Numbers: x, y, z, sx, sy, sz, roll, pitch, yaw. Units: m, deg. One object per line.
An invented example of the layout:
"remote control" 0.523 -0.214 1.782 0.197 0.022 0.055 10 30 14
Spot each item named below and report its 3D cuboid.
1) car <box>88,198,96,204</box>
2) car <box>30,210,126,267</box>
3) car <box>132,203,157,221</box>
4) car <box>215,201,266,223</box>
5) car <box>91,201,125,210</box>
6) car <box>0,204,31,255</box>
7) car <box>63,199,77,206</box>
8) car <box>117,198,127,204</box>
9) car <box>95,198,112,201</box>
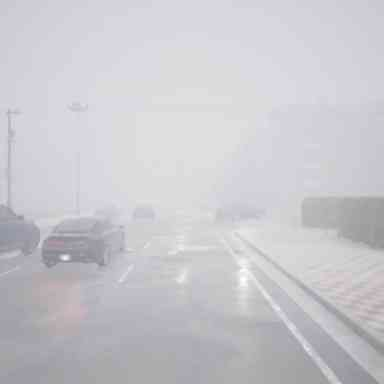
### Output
"car" -24.723 2.267 83.737 1.837 1.490 4.892 0 0 -1
"car" -3.606 1.616 11.808 1.837 1.490 4.892 0 0 -1
"car" -4.180 1.742 29.695 2.128 1.511 4.902 0 0 -3
"car" 4.137 1.544 27.948 4.553 1.767 2.097 0 0 -39
"car" -7.733 1.802 30.623 1.812 1.442 4.674 0 0 -3
"car" -7.095 1.344 10.907 2.150 2.045 5.566 0 -1 -1
"car" -24.443 2.199 67.257 1.994 1.385 4.181 0 0 -1
"car" -17.725 2.278 83.956 2.033 1.411 5.357 0 0 -1
"car" -17.446 2.136 67.513 2.128 1.511 4.902 0 0 -1
